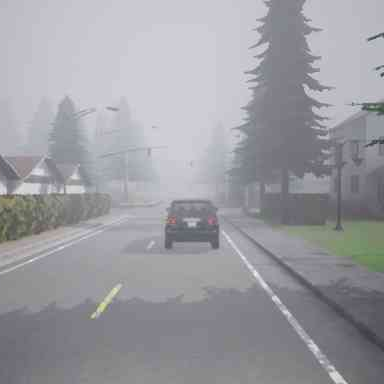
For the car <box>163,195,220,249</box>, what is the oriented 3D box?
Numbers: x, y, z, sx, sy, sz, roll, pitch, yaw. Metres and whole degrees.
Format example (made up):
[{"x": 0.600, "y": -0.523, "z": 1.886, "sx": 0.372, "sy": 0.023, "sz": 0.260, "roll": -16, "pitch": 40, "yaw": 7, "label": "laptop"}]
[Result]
[{"x": 0.000, "y": 1.256, "z": 14.680, "sx": 2.150, "sy": 2.045, "sz": 5.566, "roll": 0, "pitch": 0, "yaw": 0, "label": "car"}]

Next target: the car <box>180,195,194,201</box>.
[{"x": -1.224, "y": 1.475, "z": 82.268, "sx": 1.882, "sy": 1.535, "sz": 5.008, "roll": 0, "pitch": 0, "yaw": -20, "label": "car"}]

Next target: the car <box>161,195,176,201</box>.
[{"x": -5.994, "y": 1.551, "z": 84.144, "sx": 1.994, "sy": 1.385, "sz": 4.181, "roll": 0, "pitch": 0, "yaw": -31, "label": "car"}]
